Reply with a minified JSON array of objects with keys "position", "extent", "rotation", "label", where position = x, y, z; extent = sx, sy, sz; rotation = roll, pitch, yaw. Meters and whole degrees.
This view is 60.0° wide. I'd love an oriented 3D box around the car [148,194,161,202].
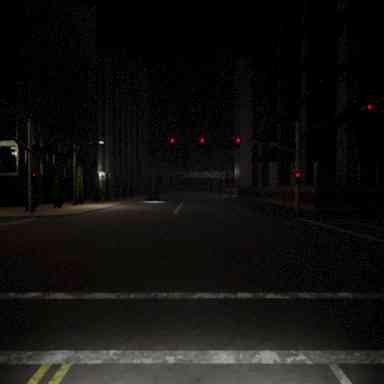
[{"position":[-6.651,0.965,59.013],"extent":[1.994,1.385,4.181],"rotation":[0,1,0],"label":"car"}]
